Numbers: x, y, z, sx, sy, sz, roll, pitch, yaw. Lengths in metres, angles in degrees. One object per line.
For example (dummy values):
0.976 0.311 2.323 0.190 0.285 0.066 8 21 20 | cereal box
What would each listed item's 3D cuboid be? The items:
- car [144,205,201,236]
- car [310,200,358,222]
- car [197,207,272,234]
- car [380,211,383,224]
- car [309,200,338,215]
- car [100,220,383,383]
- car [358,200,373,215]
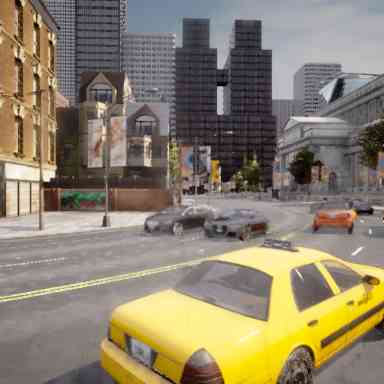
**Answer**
-0.569 1.477 18.424 2.128 1.511 4.902 0 0 35 | car
8.724 1.341 20.196 2.097 1.767 4.553 0 0 27 | car
2.396 1.553 16.587 1.994 1.385 4.181 0 0 35 | car
11.750 1.500 18.431 1.837 1.490 4.892 0 1 27 | car
13.450 1.582 34.359 1.895 1.301 4.718 0 0 10 | car
1.418 1.453 4.811 5.366 1.575 1.801 0 0 -42 | car
16.942 1.549 34.172 1.994 1.385 4.181 0 0 10 | car
